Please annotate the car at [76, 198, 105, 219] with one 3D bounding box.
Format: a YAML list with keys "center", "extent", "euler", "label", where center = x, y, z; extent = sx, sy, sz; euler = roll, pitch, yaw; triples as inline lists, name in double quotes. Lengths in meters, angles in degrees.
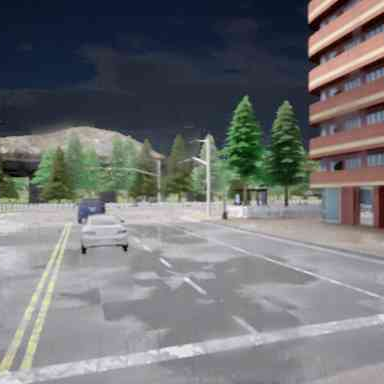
- center: [-8.598, 1.525, 28.401]
  extent: [2.150, 2.045, 5.566]
  euler: [0, 0, -19]
  label: "car"

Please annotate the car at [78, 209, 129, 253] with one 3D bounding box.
- center: [-3.900, 1.682, 14.539]
  extent: [1.812, 1.442, 4.674]
  euler: [0, 0, -19]
  label: "car"
